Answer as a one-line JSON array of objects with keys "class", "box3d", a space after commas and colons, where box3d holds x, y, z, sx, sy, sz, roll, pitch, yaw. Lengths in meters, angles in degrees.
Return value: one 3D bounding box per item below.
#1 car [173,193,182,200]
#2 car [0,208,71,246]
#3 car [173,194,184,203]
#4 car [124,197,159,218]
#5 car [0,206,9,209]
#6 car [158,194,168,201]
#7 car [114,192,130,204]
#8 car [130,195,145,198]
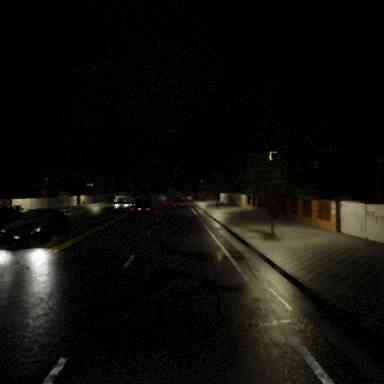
[{"class": "car", "box3d": [-3.478, 1.128, 80.513, 2.128, 1.511, 4.902, -1, 0, -3]}, {"class": "car", "box3d": [-7.214, 1.549, 15.831, 1.812, 1.442, 4.674, -1, 0, -3]}, {"class": "car", "box3d": [-2.403, 1.216, 58.534, 1.812, 1.442, 4.674, -1, 0, -3]}, {"class": "car", "box3d": [-4.365, 1.433, 29.450, 2.033, 1.411, 5.357, -1, 0, -3]}, {"class": "car", "box3d": [-10.546, 1.552, 17.598, 1.882, 1.535, 5.008, -1, 0, -3]}, {"class": "car", "box3d": [-6.145, 1.231, 69.515, 1.812, 1.442, 4.674, -1, 0, -3]}, {"class": "car", "box3d": [-12.334, 1.097, 59.456, 2.150, 2.045, 5.566, -1, 0, -2]}, {"class": "car", "box3d": [-8.997, 1.298, 57.304, 1.882, 1.535, 5.008, -1, 0, -2]}]
